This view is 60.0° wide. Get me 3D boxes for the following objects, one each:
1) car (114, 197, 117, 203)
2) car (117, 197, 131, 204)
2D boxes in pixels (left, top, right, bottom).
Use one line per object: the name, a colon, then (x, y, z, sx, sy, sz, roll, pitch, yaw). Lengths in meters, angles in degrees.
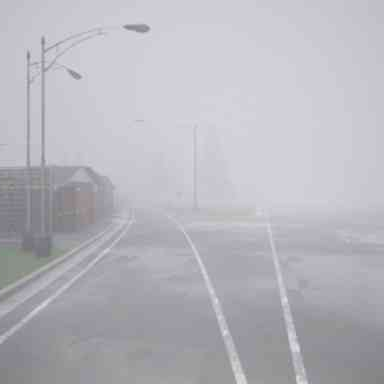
car: (-18.508, 1.869, 82.747, 1.812, 1.442, 4.674, 0, 0, -24)
car: (-14.761, 1.941, 73.339, 1.837, 1.490, 4.892, 0, 0, -21)
